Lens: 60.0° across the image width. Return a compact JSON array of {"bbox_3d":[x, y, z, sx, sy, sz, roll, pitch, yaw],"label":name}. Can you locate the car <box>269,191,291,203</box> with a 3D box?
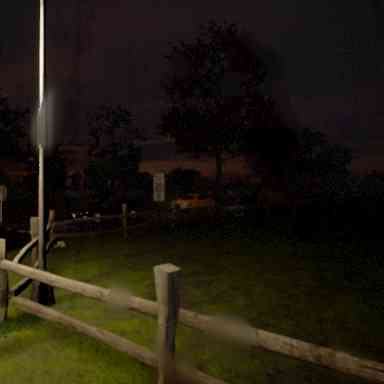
[{"bbox_3d":[12.169,0.593,45.460,1.882,1.535,5.008,1,1,37],"label":"car"}]

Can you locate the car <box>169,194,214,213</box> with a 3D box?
[{"bbox_3d":[0.052,0.935,29.221,1.882,1.535,5.008,1,1,37],"label":"car"}]

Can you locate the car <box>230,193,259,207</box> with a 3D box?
[{"bbox_3d":[5.954,0.853,37.142,1.994,1.385,4.181,1,1,38],"label":"car"}]

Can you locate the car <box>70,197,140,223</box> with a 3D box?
[{"bbox_3d":[-5.553,1.125,21.676,1.837,1.490,4.892,1,1,37],"label":"car"}]

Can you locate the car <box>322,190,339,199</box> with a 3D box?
[{"bbox_3d":[22.959,0.412,55.134,1.837,1.490,4.892,1,1,36],"label":"car"}]
